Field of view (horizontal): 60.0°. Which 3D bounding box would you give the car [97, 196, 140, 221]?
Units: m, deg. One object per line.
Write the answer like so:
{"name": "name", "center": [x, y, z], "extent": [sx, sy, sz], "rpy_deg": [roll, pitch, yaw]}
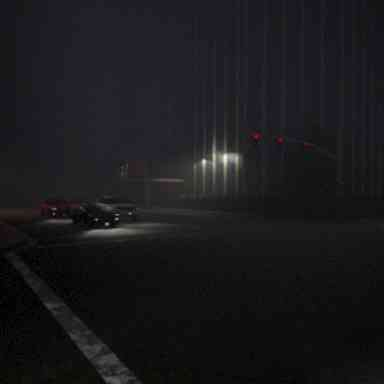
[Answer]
{"name": "car", "center": [-6.516, 1.356, 28.612], "extent": [2.150, 2.045, 5.566], "rpy_deg": [1, 0, -36]}

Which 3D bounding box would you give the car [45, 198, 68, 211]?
{"name": "car", "center": [-18.412, 1.641, 45.098], "extent": [1.837, 1.490, 4.892], "rpy_deg": [1, 0, -36]}

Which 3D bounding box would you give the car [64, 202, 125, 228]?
{"name": "car", "center": [-6.914, 1.641, 23.187], "extent": [2.033, 1.411, 5.357], "rpy_deg": [1, 0, -36]}

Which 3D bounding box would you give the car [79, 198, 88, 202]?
{"name": "car", "center": [-12.357, 1.487, 36.697], "extent": [2.097, 1.767, 4.553], "rpy_deg": [1, 0, -36]}

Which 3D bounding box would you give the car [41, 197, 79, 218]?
{"name": "car", "center": [-12.438, 1.446, 30.834], "extent": [2.097, 1.767, 4.553], "rpy_deg": [1, 0, -36]}

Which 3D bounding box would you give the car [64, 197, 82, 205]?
{"name": "car", "center": [-22.705, 1.699, 63.293], "extent": [1.882, 1.535, 5.008], "rpy_deg": [1, 0, -36]}
